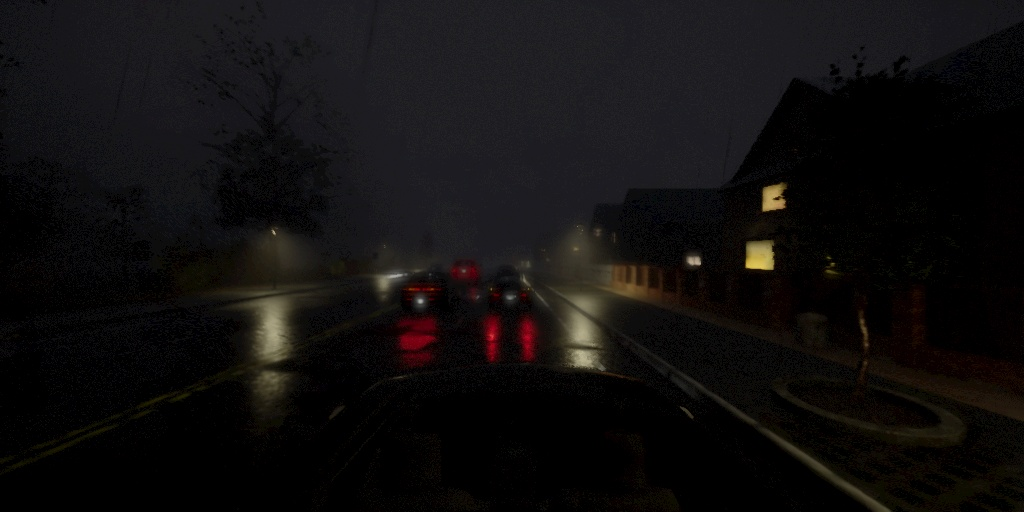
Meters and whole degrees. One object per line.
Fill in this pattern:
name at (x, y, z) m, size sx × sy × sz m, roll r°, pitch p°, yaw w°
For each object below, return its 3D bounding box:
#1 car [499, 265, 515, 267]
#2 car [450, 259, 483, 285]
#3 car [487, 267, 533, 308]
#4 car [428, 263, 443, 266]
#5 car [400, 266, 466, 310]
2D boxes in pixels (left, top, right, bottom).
car at (-0.444, 1.524, 30.536) m, size 1.837 × 1.490 × 4.892 m, roll 0°, pitch 0°, yaw -1°
car at (-3.675, 1.234, 29.526) m, size 2.150 × 2.045 × 5.566 m, roll 0°, pitch 0°, yaw -1°
car at (-0.088, 1.406, 15.869) m, size 1.812 × 1.442 × 4.674 m, roll 0°, pitch 0°, yaw 0°
car at (-11.264, 1.724, 53.268) m, size 2.128 × 1.511 × 4.902 m, roll 0°, pitch -1°, yaw -3°
car at (-3.334, 1.385, 15.421) m, size 1.837 × 1.490 × 4.892 m, roll 0°, pitch 0°, yaw 0°
